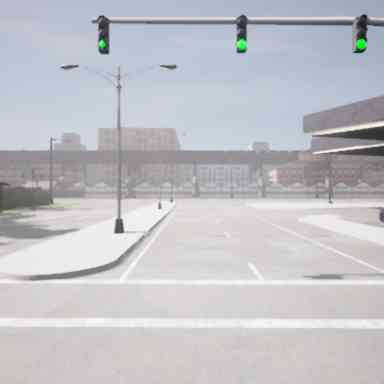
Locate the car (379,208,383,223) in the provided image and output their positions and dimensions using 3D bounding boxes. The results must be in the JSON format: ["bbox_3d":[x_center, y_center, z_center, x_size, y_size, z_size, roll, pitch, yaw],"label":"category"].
[{"bbox_3d":[13.206,1.166,19.774,2.242,1.667,4.611,0,0,0],"label":"car"}]
